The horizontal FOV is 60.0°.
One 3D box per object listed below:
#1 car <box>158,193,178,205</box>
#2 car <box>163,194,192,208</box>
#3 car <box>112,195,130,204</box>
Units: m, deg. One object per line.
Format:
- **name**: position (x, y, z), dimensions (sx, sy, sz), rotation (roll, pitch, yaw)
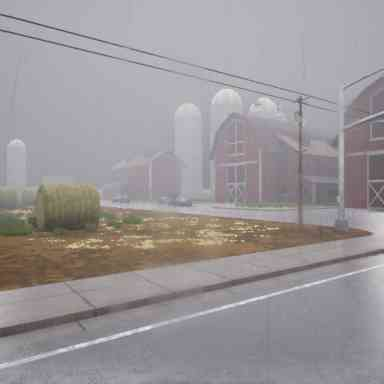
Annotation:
- **car**: position (-3.967, 1.118, 57.661), dimensions (3.866, 1.878, 1.905), rotation (-2, 5, 11)
- **car**: position (-1.816, 1.472, 47.926), dimensions (1.812, 1.442, 4.674), rotation (0, 1, -37)
- **car**: position (-13.738, 1.325, 64.023), dimensions (2.097, 1.767, 4.553), rotation (0, 0, -37)
